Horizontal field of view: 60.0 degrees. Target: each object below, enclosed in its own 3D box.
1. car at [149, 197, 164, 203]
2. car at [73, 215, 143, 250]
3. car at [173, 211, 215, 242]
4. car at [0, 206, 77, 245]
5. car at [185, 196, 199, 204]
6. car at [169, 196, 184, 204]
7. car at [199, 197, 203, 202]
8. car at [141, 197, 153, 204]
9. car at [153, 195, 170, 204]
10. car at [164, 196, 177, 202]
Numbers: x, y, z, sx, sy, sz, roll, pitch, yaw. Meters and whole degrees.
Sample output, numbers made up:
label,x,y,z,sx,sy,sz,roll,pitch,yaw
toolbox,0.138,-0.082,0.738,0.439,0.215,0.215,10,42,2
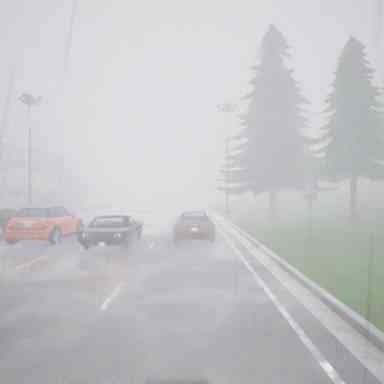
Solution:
label,x,y,z,sx,sy,sz,roll,pitch,yaw
car,-9.113,1.977,86.765,2.033,1.411,5.357,0,0,17
car,-3.397,1.677,14.783,1.895,1.301,4.718,0,0,0
car,0.102,1.650,16.839,1.994,1.385,4.181,0,0,0
car,-6.898,1.435,16.108,2.097,1.767,4.553,0,0,0
car,0.036,1.981,76.010,1.895,1.301,4.718,0,0,2
car,-3.464,1.911,76.017,1.812,1.442,4.674,0,0,2
car,1.503,1.944,85.877,1.994,1.385,4.181,0,0,17
car,-10.447,1.946,77.099,1.994,1.385,4.181,0,0,2
car,-6.957,1.613,76.390,2.150,2.045,5.566,0,0,2
car,-5.526,1.773,86.717,1.882,1.535,5.008,0,0,17
